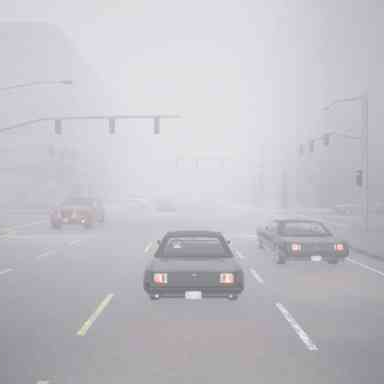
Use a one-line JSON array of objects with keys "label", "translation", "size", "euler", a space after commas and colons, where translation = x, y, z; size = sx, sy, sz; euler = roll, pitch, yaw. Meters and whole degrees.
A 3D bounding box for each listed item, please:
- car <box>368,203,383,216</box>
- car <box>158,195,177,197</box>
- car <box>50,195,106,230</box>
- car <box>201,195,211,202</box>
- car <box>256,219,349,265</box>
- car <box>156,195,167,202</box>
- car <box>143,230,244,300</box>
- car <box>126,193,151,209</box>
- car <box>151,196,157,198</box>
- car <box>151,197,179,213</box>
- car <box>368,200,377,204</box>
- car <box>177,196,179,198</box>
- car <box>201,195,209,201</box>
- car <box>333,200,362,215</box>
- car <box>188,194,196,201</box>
[{"label": "car", "translation": [3.594, 1.221, 1.943], "size": [2.150, 2.045, 5.566], "euler": [0, 0, 0]}, {"label": "car", "translation": [-4.012, 1.547, 54.609], "size": [2.033, 1.411, 5.357], "euler": [0, 0, 0]}, {"label": "car", "translation": [-7.191, 1.244, 21.646], "size": [2.150, 2.045, 5.566], "euler": [0, 0, -1]}, {"label": "car", "translation": [3.303, 1.595, 77.448], "size": [1.895, 1.301, 4.718], "euler": [0, 0, 1]}, {"label": "car", "translation": [3.550, 1.601, 11.695], "size": [1.895, 1.301, 4.718], "euler": [0, 0, 0]}, {"label": "car", "translation": [-7.184, 1.494, 78.830], "size": [2.033, 1.411, 5.357], "euler": [0, 0, 1]}, {"label": "car", "translation": [0.044, 1.601, 8.310], "size": [1.895, 1.301, 4.718], "euler": [0, 0, 0]}, {"label": "car", "translation": [-7.522, 1.221, 45.998], "size": [2.150, 2.045, 5.566], "euler": [0, 0, 0]}, {"label": "car", "translation": [-7.396, 1.507, 63.079], "size": [1.837, 1.490, 4.892], "euler": [0, -1, 1]}, {"label": "car", "translation": [-3.057, 1.588, 37.095], "size": [1.994, 1.385, 4.181], "euler": [0, 0, -13]}, {"label": "car", "translation": [19.275, 1.547, 30.806], "size": [4.902, 1.511, 2.128], "euler": [0, 0, 0]}, {"label": "car", "translation": [-3.774, 1.500, 69.945], "size": [1.837, 1.490, 4.892], "euler": [0, 0, 1]}, {"label": "car", "translation": [3.404, 1.553, 87.423], "size": [1.994, 1.385, 4.181], "euler": [0, 0, 1]}, {"label": "car", "translation": [17.213, 1.533, 34.309], "size": [5.008, 1.535, 1.882], "euler": [0, 0, 0]}, {"label": "car", "translation": [-0.097, 1.355, 87.295], "size": [2.097, 1.767, 4.553], "euler": [0, 0, 1]}]
